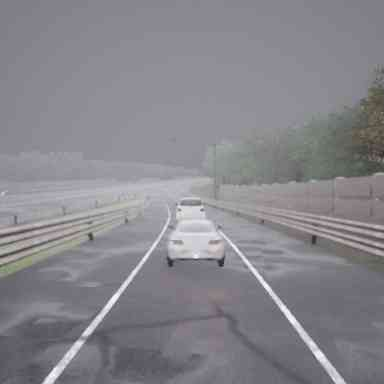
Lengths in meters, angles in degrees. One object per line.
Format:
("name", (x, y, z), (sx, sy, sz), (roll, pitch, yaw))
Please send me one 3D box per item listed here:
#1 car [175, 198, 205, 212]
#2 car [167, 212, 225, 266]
("car", (-0.160, 1.453, 26.209), (2.150, 2.045, 5.566), (0, 0, -2))
("car", (0.114, 1.632, 11.884), (1.812, 1.442, 4.674), (0, -1, 0))
